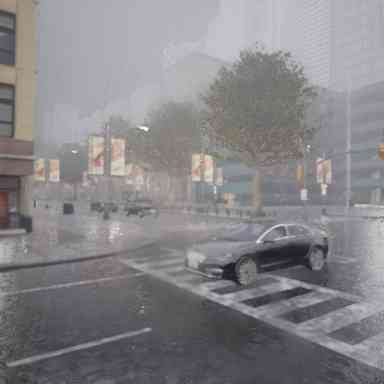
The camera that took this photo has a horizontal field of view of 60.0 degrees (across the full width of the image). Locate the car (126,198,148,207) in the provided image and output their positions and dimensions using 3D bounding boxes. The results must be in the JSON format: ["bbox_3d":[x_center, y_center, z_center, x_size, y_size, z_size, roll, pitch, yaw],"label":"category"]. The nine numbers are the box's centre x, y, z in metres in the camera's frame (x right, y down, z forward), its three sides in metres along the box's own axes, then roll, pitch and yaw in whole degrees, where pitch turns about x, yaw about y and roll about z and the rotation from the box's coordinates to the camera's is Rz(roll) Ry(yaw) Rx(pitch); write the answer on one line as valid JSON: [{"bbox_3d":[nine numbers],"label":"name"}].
[{"bbox_3d":[-9.728,1.806,58.697,1.882,1.535,5.008,1,-1,-36],"label":"car"}]

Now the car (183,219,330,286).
[{"bbox_3d":[2.035,1.582,9.738,4.902,1.511,2.128,1,-1,-35],"label":"car"}]

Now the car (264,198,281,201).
[{"bbox_3d":[16.754,1.990,68.030,2.002,1.452,4.674,1,-1,-36],"label":"car"}]

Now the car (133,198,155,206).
[{"bbox_3d":[-9.299,1.865,64.275,2.128,1.511,4.902,1,-1,-36],"label":"car"}]

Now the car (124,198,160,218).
[{"bbox_3d":[-4.903,1.675,32.113,2.128,1.511,4.902,1,-1,-36],"label":"car"}]

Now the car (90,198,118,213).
[{"bbox_3d":[-10.627,1.535,40.121,2.097,1.767,4.553,1,-1,-35],"label":"car"}]

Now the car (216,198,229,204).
[{"bbox_3d":[6.280,2.030,75.519,2.161,1.482,4.786,1,-1,-36],"label":"car"}]
